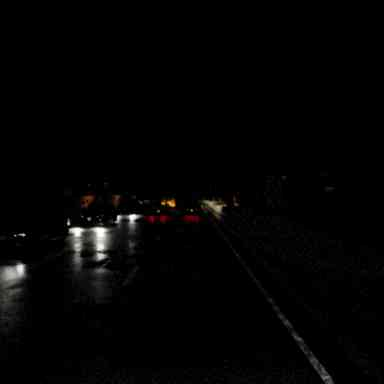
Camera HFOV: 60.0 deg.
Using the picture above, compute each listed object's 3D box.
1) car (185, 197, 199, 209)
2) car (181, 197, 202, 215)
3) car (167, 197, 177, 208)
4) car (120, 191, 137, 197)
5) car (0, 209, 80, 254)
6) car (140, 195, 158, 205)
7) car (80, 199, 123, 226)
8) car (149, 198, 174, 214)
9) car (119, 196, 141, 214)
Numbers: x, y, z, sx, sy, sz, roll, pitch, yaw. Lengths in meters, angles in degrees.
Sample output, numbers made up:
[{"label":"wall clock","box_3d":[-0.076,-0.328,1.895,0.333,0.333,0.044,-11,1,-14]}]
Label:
[{"label":"car","box_3d":[0.017,1.512,47.654,1.882,1.535,5.008,0,0,1]},{"label":"car","box_3d":[-0.008,1.513,34.348,1.837,1.490,4.892,0,0,0]},{"label":"car","box_3d":[-3.233,1.511,47.652,1.882,1.535,5.008,0,0,1]},{"label":"car","box_3d":[-9.770,0.882,51.155,2.150,2.045,5.566,0,0,0]},{"label":"car","box_3d":[-6.602,1.488,13.629,2.128,1.511,4.902,0,0,0]},{"label":"car","box_3d":[-6.520,1.183,51.186,2.128,1.511,4.902,0,0,0]},{"label":"car","box_3d":[-6.602,1.502,23.798,1.837,1.490,4.892,0,0,0]},{"label":"car","box_3d":[-3.260,1.608,34.597,1.895,1.301,4.718,0,0,0]},{"label":"car","box_3d":[-6.556,1.511,34.891,1.837,1.490,4.892,0,0,1]}]
